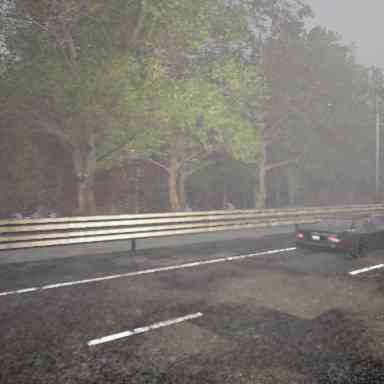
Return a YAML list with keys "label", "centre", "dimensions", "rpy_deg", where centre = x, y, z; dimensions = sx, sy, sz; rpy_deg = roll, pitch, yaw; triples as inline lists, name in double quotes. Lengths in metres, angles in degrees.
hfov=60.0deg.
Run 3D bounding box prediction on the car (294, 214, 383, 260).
- label: "car"
  centre: [6.125, 1.559, 12.491]
  dimensions: [5.357, 1.411, 2.033]
  rpy_deg: [0, 0, -36]
